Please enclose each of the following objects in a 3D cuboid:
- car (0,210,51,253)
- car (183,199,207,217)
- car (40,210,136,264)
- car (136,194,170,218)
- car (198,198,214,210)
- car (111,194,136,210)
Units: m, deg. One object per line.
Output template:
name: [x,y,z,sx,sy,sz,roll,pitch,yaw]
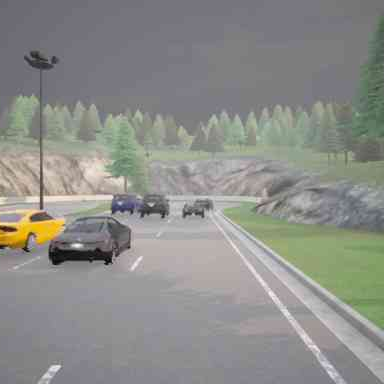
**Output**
car: [-6.900,1.477,13.797,1.882,1.535,5.008,0,0,0]
car: [0.183,1.601,30.760,1.895,1.301,4.718,0,0,1]
car: [-3.400,1.564,11.855,1.994,1.385,4.181,0,0,0]
car: [-3.327,1.223,30.461,2.150,2.045,5.566,0,0,1]
car: [1.549,1.491,42.054,2.128,1.511,4.902,0,0,13]
car: [-6.686,1.223,34.188,2.150,2.045,5.566,0,0,3]
